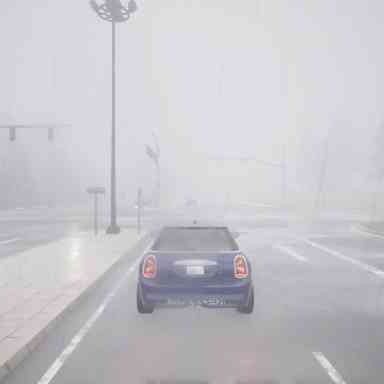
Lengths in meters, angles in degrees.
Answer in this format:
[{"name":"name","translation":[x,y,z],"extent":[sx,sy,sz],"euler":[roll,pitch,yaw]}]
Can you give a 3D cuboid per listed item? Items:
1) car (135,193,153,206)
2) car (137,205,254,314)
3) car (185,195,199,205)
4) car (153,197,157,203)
[{"name":"car","translation":[-8.266,1.352,55.975],"extent":[2.097,1.767,4.553],"euler":[0,0,-1]},{"name":"car","translation":[0.071,1.352,7.796],"extent":[2.097,1.767,4.553],"euler":[0,0,0]},{"name":"car","translation":[-0.157,1.526,54.615],"extent":[1.812,1.442,4.674],"euler":[0,0,-1]},{"name":"car","translation":[-8.364,1.547,65.589],"extent":[2.033,1.411,5.357],"euler":[0,0,0]}]
